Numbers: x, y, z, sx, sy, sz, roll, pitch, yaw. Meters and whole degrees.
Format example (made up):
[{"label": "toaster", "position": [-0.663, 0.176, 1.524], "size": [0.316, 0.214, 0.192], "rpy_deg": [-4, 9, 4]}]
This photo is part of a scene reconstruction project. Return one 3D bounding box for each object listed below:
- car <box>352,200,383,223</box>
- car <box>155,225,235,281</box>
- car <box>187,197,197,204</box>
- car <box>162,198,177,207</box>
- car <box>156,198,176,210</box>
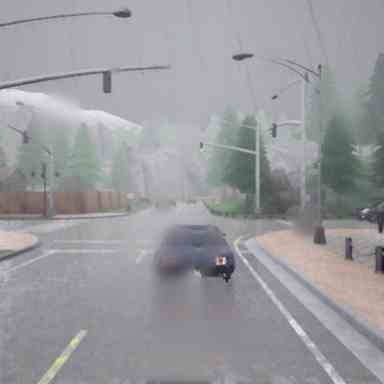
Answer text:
[{"label": "car", "position": [14.819, 1.410, 25.609], "size": [4.553, 1.767, 2.097], "rpy_deg": [0, 0, -1]}, {"label": "car", "position": [0.076, 1.617, 9.891], "size": [1.895, 1.301, 4.718], "rpy_deg": [0, 0, 0]}, {"label": "car", "position": [-0.055, 1.654, 64.001], "size": [2.033, 1.411, 5.357], "rpy_deg": [0, 0, 0]}, {"label": "car", "position": [-3.604, 1.653, 53.670], "size": [1.994, 1.385, 4.181], "rpy_deg": [0, 0, 1]}, {"label": "car", "position": [-3.615, 1.620, 43.681], "size": [2.033, 1.411, 5.357], "rpy_deg": [0, 0, 0]}]
